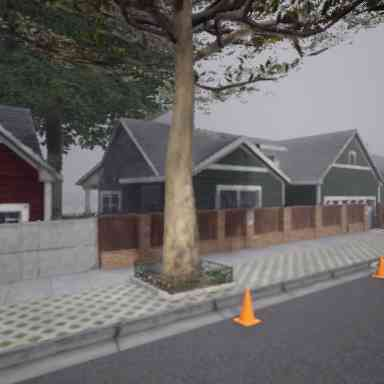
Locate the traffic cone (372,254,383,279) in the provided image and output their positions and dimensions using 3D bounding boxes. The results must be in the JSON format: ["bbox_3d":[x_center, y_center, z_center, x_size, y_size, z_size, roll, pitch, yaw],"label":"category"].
[{"bbox_3d":[4.966,1.930,8.724,0.340,0.580,0.340,0,0,-37],"label":"traffic cone"}]

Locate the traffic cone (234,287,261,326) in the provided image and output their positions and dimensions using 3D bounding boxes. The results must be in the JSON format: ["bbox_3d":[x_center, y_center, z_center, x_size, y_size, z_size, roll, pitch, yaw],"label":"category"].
[{"bbox_3d":[0.960,1.944,5.774,0.340,0.580,0.340,0,0,-36],"label":"traffic cone"}]
